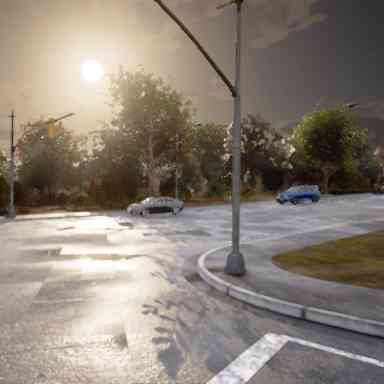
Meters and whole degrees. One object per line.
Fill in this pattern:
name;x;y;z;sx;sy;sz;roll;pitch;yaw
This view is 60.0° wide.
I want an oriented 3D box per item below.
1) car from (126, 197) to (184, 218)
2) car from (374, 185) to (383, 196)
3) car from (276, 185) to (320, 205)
car;-2.881;1.154;26.507;4.902;1.511;2.128;-1;2;-40
car;27.164;-0.375;45.612;5.008;1.535;1.882;-3;2;-24
car;12.053;0.333;37.546;5.566;2.045;2.150;-3;2;-32
